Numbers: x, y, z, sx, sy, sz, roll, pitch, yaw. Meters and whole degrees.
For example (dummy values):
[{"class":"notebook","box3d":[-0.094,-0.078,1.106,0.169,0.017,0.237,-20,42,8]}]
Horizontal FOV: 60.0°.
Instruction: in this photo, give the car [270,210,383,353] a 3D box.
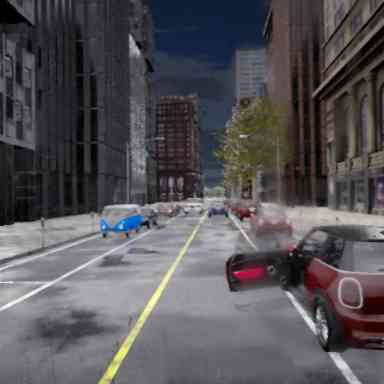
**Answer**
[{"class":"car","box3d":[2.991,1.389,6.326,2.097,1.767,4.553,-1,-1,4]}]

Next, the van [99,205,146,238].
[{"class":"van","box3d":[-4.117,1.652,19.618,1.690,1.788,3.998,-1,-1,4]}]

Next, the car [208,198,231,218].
[{"class":"car","box3d":[2.834,1.800,35.970,2.097,1.767,4.553,-1,-1,4]}]

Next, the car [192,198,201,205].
[{"class":"car","box3d":[1.208,2.683,92.722,2.192,1.841,5.009,-1,-1,4]}]

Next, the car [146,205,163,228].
[{"class":"car","box3d":[-3.705,1.949,25.238,1.947,1.339,4.313,-1,-1,4]}]

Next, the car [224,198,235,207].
[{"class":"car","box3d":[8.479,2.289,75.226,2.192,1.841,5.009,-1,-1,4]}]

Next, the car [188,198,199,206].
[{"class":"car","box3d":[0.388,2.505,81.476,2.192,1.841,5.009,-1,-1,4]}]

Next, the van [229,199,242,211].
[{"class":"van","box3d":[6.842,1.980,52.730,1.690,1.788,3.998,-1,-1,4]}]

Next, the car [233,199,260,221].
[{"class":"car","box3d":[5.202,1.646,30.234,2.192,1.841,5.009,-1,-1,4]}]

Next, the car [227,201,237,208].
[{"class":"car","box3d":[7.664,2.380,63.975,1.802,1.307,4.206,-1,-1,4]}]

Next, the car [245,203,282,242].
[{"class":"car","box3d":[4.385,1.624,18.983,1.967,1.590,4.097,-1,-1,4]}]

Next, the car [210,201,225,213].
[{"class":"car","box3d":[3.511,2.065,46.105,1.882,1.535,5.008,-1,-1,5]}]

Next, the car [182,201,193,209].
[{"class":"car","box3d":[-0.851,2.449,64.434,1.752,1.417,4.829,-1,-1,4]}]

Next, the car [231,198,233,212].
[{"class":"car","box3d":[5.612,1.722,35.857,2.192,1.841,5.009,-1,-1,4]}]

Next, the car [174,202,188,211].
[{"class":"car","box3d":[-1.656,2.348,53.356,1.802,1.307,4.206,-1,-1,4]}]

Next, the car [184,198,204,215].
[{"class":"car","box3d":[0.263,1.818,43.316,2.150,2.045,5.566,-1,-1,5]}]

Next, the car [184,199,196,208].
[{"class":"car","box3d":[-0.432,2.327,70.229,2.192,1.841,5.009,-1,-1,4]}]

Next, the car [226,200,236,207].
[{"class":"car","box3d":[8.073,2.451,69.597,1.947,1.339,4.313,-1,-1,4]}]

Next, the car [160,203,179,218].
[{"class":"car","box3d":[-2.888,1.975,36.487,1.967,1.590,4.097,-1,-1,4]}]

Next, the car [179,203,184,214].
[{"class":"car","box3d":[-2.476,2.157,42.109,1.887,1.381,4.507,-1,-1,4]}]

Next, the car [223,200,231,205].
[{"class":"car","box3d":[9.713,2.806,92.093,1.947,1.339,4.313,-1,-1,4]}]

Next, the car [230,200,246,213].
[{"class":"car","box3d":[6.433,2.001,47.104,1.967,1.590,4.097,-1,-1,4]}]
